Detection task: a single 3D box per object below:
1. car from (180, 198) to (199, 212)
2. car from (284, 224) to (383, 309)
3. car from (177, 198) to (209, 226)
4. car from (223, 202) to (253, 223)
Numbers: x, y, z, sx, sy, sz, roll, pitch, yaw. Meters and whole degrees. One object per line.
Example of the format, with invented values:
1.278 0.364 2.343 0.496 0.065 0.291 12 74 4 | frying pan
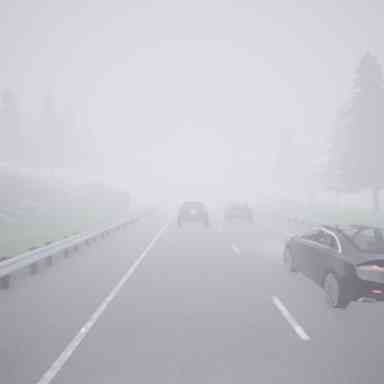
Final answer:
-0.386 1.548 41.652 2.128 1.511 4.902 0 0 -2 | car
3.599 1.503 7.845 2.128 1.511 4.902 0 0 0 | car
0.062 1.384 23.685 2.097 1.767 4.553 0 0 0 | car
3.539 1.527 26.137 2.128 1.511 4.902 0 0 -1 | car
